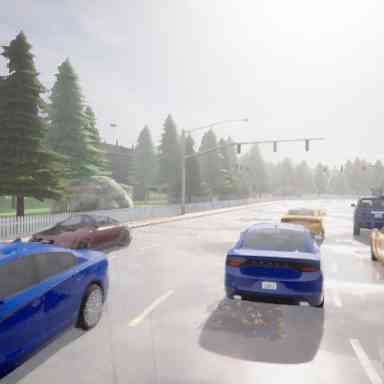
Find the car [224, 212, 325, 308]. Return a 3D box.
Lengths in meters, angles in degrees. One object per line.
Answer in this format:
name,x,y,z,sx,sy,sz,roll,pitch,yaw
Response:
car,2.111,1.477,8.138,1.882,1.535,5.008,0,0,18

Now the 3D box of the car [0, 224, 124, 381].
car,-2.832,1.477,4.268,1.882,1.535,5.008,0,0,12

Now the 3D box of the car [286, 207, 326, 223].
car,5.721,1.476,17.008,1.882,1.535,5.008,0,0,24

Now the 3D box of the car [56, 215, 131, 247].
car,-4.034,1.563,12.516,1.994,1.385,4.181,0,0,20

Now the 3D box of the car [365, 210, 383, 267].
car,6.150,1.477,9.041,1.882,1.535,5.008,0,0,21

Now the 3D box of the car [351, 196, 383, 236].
car,9.997,1.220,18.153,2.150,2.045,5.566,0,0,26

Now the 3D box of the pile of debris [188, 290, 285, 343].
pile of debris,0.911,2.175,6.049,1.500,0.140,1.860,0,0,16
